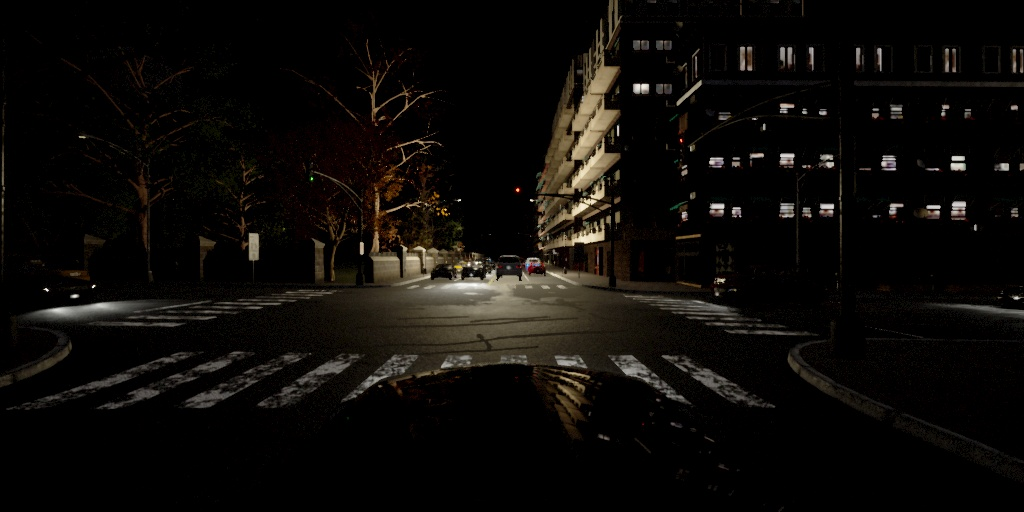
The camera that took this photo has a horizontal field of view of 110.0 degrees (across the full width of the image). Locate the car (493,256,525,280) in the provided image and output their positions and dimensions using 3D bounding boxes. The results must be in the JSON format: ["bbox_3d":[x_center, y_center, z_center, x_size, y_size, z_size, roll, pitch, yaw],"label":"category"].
[{"bbox_3d":[-0.188,0.987,31.355,2.150,2.045,5.566,0,0,1],"label":"car"}]

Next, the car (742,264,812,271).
[{"bbox_3d":[13.359,1.353,18.998,5.009,1.841,2.192,0,0,-1],"label":"car"}]

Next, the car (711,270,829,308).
[{"bbox_3d":[11.807,1.526,16.489,4.674,1.442,1.812,1,0,1],"label":"car"}]

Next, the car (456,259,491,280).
[{"bbox_3d":[-3.250,1.255,31.066,2.128,1.511,4.902,0,0,0],"label":"car"}]

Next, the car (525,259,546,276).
[{"bbox_3d":[2.503,1.314,36.910,1.888,1.381,4.507,0,0,0],"label":"car"}]

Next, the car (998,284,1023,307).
[{"bbox_3d":[25.746,1.759,16.589,4.892,1.490,1.837,1,0,-1],"label":"car"}]

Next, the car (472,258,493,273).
[{"bbox_3d":[-3.307,1.278,41.364,1.837,1.490,4.892,0,0,0],"label":"car"}]

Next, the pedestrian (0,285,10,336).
[{"bbox_3d":[-7.432,1.045,4.993,0.375,1.860,0.375,0,0,0],"label":"pedestrian"}]

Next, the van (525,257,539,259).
[{"bbox_3d":[2.472,1.115,42.541,1.690,1.789,3.998,0,0,0],"label":"van"}]

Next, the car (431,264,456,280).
[{"bbox_3d":[-5.847,1.329,31.235,1.948,1.339,4.313,0,0,0],"label":"car"}]

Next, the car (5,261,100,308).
[{"bbox_3d":[-18.225,0.996,12.736,5.357,1.411,2.033,1,0,-1],"label":"car"}]
